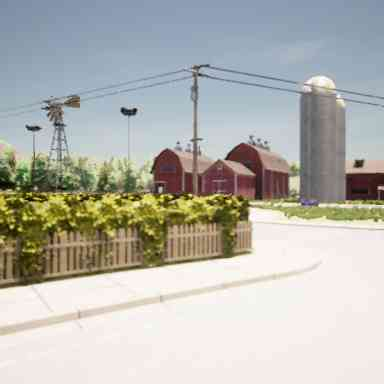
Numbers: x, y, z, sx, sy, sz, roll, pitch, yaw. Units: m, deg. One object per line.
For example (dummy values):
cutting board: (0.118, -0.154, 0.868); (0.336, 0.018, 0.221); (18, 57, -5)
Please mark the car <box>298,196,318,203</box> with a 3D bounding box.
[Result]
car: (19.727, 1.837, 55.513); (2.242, 1.667, 4.611); (0, 0, 32)
